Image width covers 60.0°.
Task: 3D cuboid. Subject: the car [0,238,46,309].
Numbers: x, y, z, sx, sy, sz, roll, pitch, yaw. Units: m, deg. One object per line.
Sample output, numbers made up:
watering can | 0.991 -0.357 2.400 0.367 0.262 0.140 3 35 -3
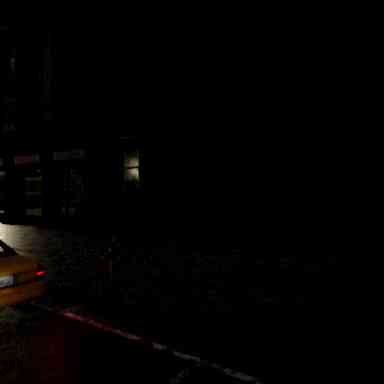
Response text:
car | -5.194 1.452 6.949 5.366 1.575 1.801 0 0 35
